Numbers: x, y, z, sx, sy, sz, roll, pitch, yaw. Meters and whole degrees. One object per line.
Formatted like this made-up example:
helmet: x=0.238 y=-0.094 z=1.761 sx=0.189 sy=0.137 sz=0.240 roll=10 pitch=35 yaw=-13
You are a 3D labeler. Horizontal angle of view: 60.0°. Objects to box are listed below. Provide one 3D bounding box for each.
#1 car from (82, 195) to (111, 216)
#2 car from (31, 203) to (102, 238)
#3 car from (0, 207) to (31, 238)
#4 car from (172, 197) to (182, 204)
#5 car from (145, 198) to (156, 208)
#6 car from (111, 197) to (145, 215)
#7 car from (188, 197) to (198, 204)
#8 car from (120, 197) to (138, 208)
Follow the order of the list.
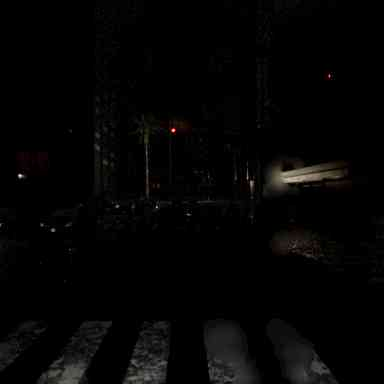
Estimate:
car: x=-9.798 y=1.301 z=34.540 sx=2.150 sy=2.045 sz=5.566 roll=0 pitch=0 yaw=0
car: x=-6.580 y=1.559 z=18.098 sx=1.812 sy=1.442 sz=4.674 roll=0 pitch=0 yaw=0
car: x=-9.832 y=1.559 z=17.930 sx=1.812 sy=1.442 sz=4.674 roll=0 pitch=0 yaw=0
car: x=-3.075 y=1.789 z=69.914 sx=1.994 sy=1.385 sz=4.181 roll=0 pitch=0 yaw=0
car: x=-6.534 y=1.612 z=49.339 sx=1.882 sy=1.535 sz=5.008 roll=0 pitch=0 yaw=0
car: x=-6.562 y=1.431 z=34.651 sx=2.097 sy=1.767 sz=4.553 roll=0 pitch=0 yaw=0
car: x=0.175 y=1.790 z=69.936 sx=1.994 sy=1.385 sz=4.181 roll=0 pitch=0 yaw=0
car: x=-9.772 y=1.623 z=51.953 sx=1.882 sy=1.535 sz=5.008 roll=0 pitch=0 yaw=0
